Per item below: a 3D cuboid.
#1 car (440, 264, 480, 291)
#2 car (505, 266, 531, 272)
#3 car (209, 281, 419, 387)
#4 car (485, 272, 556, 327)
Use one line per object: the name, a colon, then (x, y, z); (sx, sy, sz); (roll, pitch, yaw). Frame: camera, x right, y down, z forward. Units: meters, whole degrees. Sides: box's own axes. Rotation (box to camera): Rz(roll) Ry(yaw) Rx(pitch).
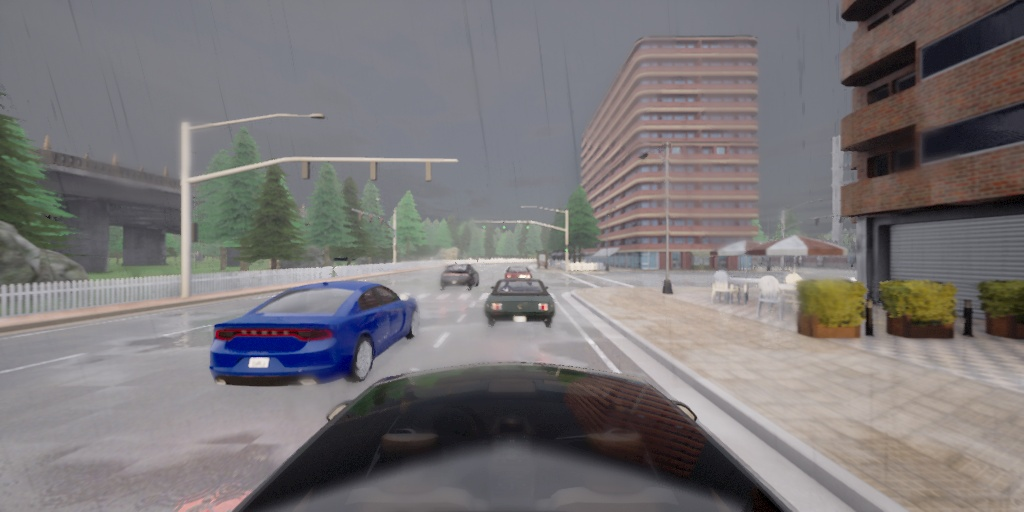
car: (-3.112, 1.241, 21.982); (2.128, 1.511, 4.902); (0, 0, 1)
car: (0.452, 1.390, 26.378); (1.895, 1.301, 4.718); (0, 0, 1)
car: (-3.266, 1.222, 7.097); (1.882, 1.535, 5.008); (0, 0, 0)
car: (0.240, 1.351, 11.525); (1.895, 1.301, 4.718); (0, 0, 1)
